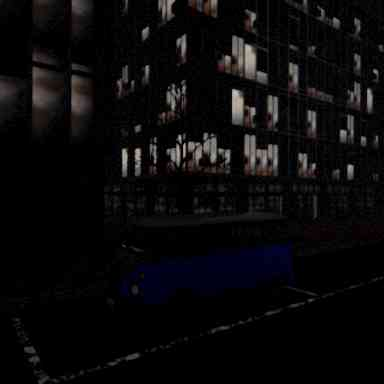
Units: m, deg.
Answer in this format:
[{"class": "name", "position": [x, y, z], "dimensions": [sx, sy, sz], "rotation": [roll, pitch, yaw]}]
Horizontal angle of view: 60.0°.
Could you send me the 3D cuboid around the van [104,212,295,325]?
[{"class": "van", "position": [0.341, 1.334, 6.806], "dimensions": [3.998, 1.788, 1.690], "rotation": [0, 0, -36]}]
